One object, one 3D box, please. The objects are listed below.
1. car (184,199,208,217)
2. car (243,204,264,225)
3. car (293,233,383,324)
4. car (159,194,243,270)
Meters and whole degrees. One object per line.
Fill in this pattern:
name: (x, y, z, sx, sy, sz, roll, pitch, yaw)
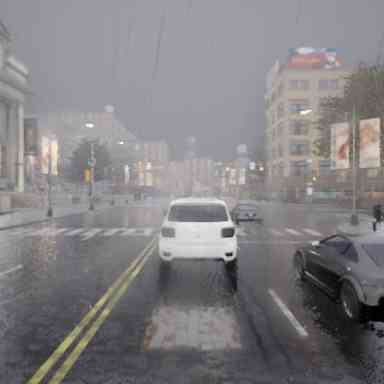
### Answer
car: (0.385, 1.470, 32.430, 2.128, 1.511, 4.902, 0, 0, 1)
car: (3.798, 1.532, 23.809, 2.033, 1.411, 5.357, 0, 0, 1)
car: (3.660, 1.559, 7.147, 1.994, 1.385, 4.181, 0, 0, 0)
car: (0.179, 1.214, 11.167, 2.150, 2.045, 5.566, 0, 0, 0)
